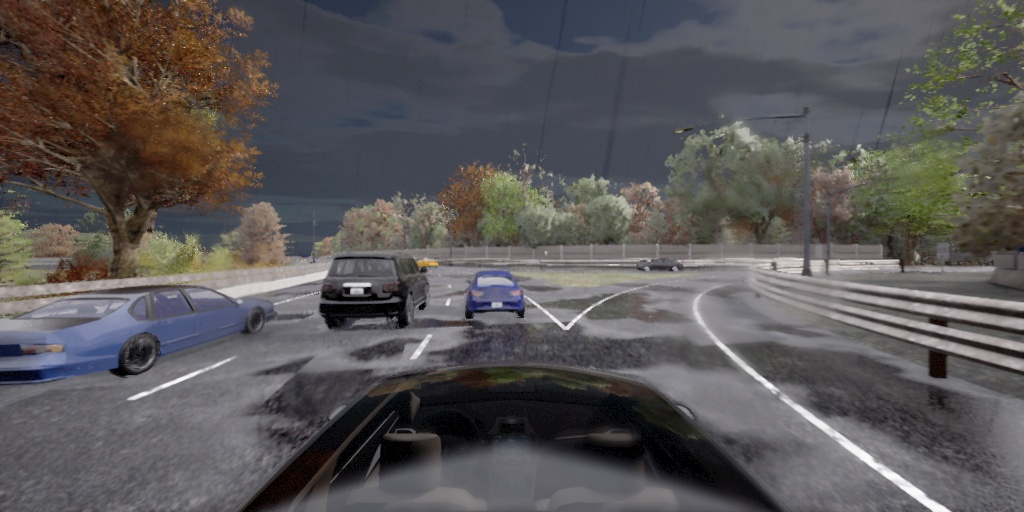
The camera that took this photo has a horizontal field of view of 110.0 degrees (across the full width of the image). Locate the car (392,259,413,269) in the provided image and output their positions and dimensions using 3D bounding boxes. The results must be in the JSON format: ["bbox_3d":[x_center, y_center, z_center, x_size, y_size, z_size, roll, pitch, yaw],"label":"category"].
[{"bbox_3d":[-15.509,1.148,50.716,1.895,1.301,4.718,0,0,-29],"label":"car"}]

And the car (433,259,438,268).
[{"bbox_3d":[-12.274,1.006,52.096,1.882,1.535,5.008,0,1,-29],"label":"car"}]

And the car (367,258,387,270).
[{"bbox_3d":[-18.567,1.073,49.020,1.837,1.490,4.892,0,1,-29],"label":"car"}]

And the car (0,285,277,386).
[{"bbox_3d":[-7.182,1.293,7.268,2.033,1.411,5.357,0,0,-4],"label":"car"}]

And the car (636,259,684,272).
[{"bbox_3d":[16.176,1.026,39.420,4.892,1.490,1.837,0,0,8],"label":"car"}]

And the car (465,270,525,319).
[{"bbox_3d":[-0.657,1.221,12.533,1.812,1.442,4.674,0,0,-6],"label":"car"}]

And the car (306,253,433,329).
[{"bbox_3d":[-4.027,0.935,11.390,2.150,2.045,5.566,0,0,-6],"label":"car"}]
